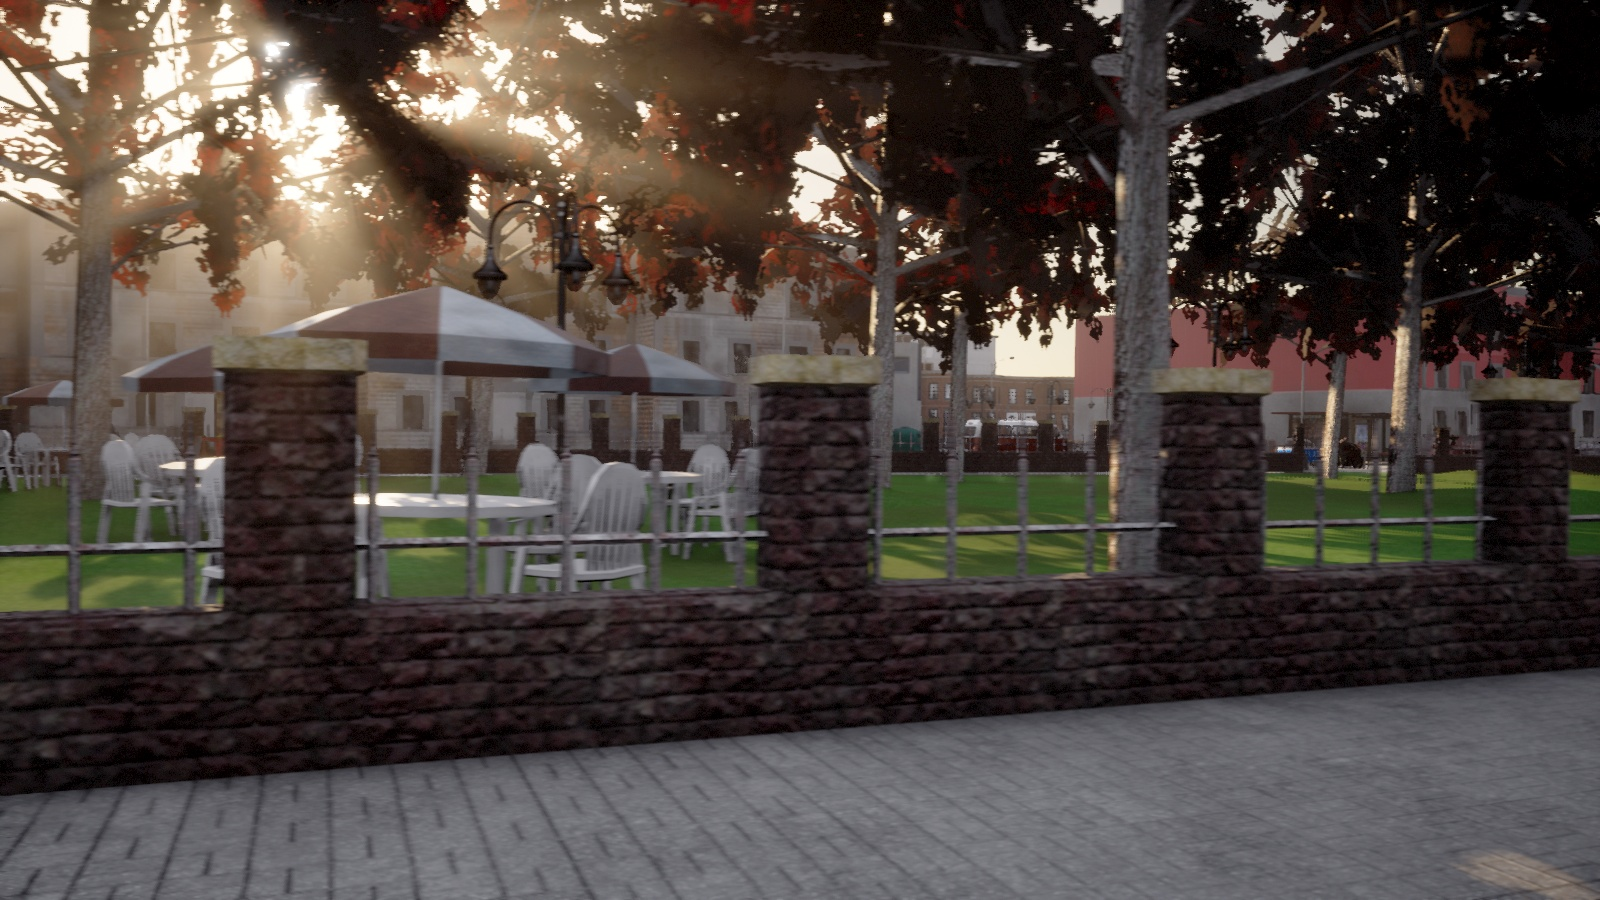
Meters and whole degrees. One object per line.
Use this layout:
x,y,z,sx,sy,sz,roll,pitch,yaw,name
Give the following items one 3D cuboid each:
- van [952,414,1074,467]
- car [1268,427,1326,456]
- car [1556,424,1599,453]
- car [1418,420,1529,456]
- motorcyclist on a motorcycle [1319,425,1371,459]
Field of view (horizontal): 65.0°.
8.688,-0.406,51.233,4.480,2.038,2.069,-1,1,-21,van
24.310,-0.410,61.454,2.207,1.376,1.481,-1,1,-21,car
40.592,-0.608,63.367,4.181,1.385,1.994,-1,1,-20,car
32.284,-0.601,60.203,4.856,1.649,2.033,-1,1,-21,car
24.928,-0.371,57.410,2.191,1.530,0.866,-1,1,-21,motorcyclist on a motorcycle
